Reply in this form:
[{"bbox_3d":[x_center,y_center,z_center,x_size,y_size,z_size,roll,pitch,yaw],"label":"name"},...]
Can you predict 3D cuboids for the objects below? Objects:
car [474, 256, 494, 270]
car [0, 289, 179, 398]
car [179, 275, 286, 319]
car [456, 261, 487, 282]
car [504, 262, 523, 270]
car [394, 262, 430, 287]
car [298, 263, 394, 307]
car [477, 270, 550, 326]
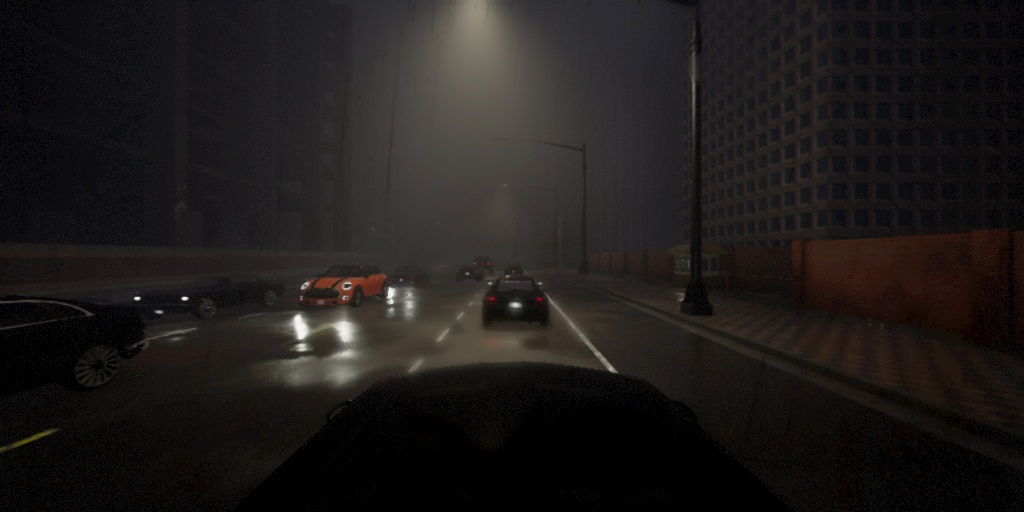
[{"bbox_3d":[-3.379,1.017,42.922,2.150,2.045,5.566,0,0,0],"label":"car"},{"bbox_3d":[-7.097,1.240,3.985,2.128,1.511,4.902,0,0,0],"label":"car"},{"bbox_3d":[-10.515,1.360,12.906,1.895,1.301,4.718,0,0,1],"label":"car"},{"bbox_3d":[-3.389,1.346,29.473,1.994,1.385,4.181,0,0,0],"label":"car"},{"bbox_3d":[0.138,1.316,36.592,1.812,1.442,4.674,0,0,0],"label":"car"},{"bbox_3d":[-7.000,1.338,24.726,1.994,1.385,4.181,0,0,1],"label":"car"},{"bbox_3d":[-6.987,1.115,15.355,2.097,1.767,4.553,0,0,0],"label":"car"},{"bbox_3d":[0.111,1.326,11.784,1.994,1.385,4.181,0,0,0],"label":"car"}]
